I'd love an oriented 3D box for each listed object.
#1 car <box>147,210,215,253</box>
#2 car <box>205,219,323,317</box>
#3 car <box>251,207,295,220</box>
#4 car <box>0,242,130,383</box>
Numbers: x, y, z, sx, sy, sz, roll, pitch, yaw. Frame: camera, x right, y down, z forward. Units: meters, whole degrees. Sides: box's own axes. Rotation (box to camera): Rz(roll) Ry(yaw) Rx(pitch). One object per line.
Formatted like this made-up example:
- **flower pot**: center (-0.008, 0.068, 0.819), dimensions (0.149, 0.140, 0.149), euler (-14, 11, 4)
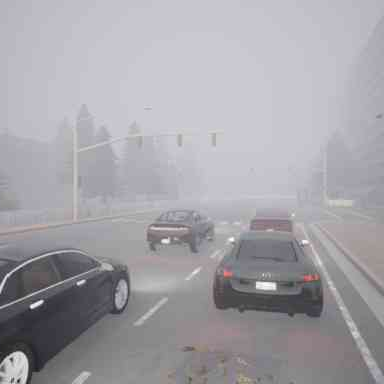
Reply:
- **car**: center (-0.296, 1.491, 13.836), dimensions (2.128, 1.511, 4.902), euler (0, 0, 15)
- **car**: center (1.718, 1.564, 7.599), dimensions (1.994, 1.385, 4.181), euler (0, 0, 13)
- **car**: center (3.968, 1.477, 16.263), dimensions (1.882, 1.535, 5.008), euler (0, 0, 17)
- **car**: center (-2.449, 1.505, 4.864), dimensions (1.837, 1.490, 4.892), euler (0, 0, 10)
